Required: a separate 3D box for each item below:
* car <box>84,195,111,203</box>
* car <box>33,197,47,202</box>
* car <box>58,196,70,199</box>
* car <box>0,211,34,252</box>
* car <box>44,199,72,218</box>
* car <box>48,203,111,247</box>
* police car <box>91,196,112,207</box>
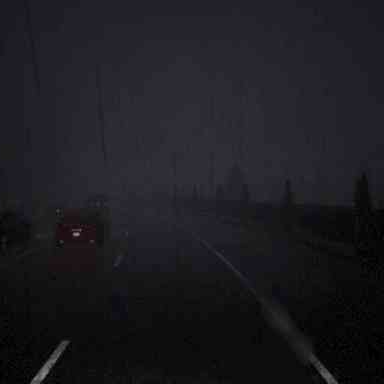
[{"bbox_3d":[-10.058,1.305,34.893,2.150,2.045,5.566,0,0,-20],"label":"car"},{"bbox_3d":[-36.885,1.749,80.489,1.895,1.301,4.718,-1,0,-43],"label":"car"},{"bbox_3d":[-26.814,1.611,69.500,1.994,1.385,4.181,-1,0,-43],"label":"car"},{"bbox_3d":[-8.197,1.551,13.925,1.837,1.490,4.892,0,0,-8],"label":"car"},{"bbox_3d":[-12.681,1.660,31.690,1.994,1.385,4.181,0,0,-19],"label":"car"},{"bbox_3d":[-4.911,1.513,15.445,1.882,1.535,5.008,0,0,-9],"label":"car"},{"bbox_3d":[-15.206,1.549,55.916,1.930,1.638,5.238,0,0,-32],"label":"police car"}]
